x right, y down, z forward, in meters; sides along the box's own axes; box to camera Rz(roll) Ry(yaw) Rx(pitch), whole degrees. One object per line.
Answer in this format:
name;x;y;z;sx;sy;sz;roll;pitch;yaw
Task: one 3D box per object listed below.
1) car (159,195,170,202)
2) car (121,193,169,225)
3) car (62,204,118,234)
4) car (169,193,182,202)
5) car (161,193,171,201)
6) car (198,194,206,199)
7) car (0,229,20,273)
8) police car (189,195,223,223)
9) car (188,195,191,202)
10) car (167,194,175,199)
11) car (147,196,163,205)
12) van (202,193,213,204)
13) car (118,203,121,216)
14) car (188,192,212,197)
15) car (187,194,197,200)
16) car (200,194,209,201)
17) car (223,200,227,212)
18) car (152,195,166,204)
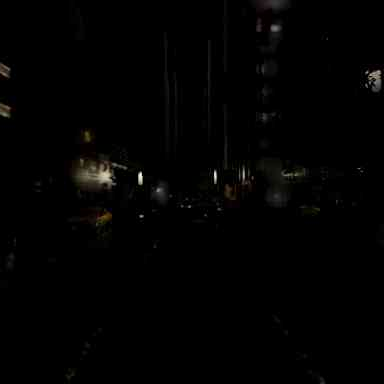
car;-5.685;1.245;68.471;1.947;1.339;4.313;0;0;0
car;-3.095;1.103;23.100;2.150;2.045;5.566;0;0;0
car;-5.691;1.430;18.584;1.752;1.417;4.829;0;0;0
car;-3.023;1.050;64.038;2.097;1.767;4.553;0;0;1
car;-5.685;1.097;73.995;1.967;1.590;4.097;0;0;0
car;2.697;1.140;90.571;2.008;1.369;4.403;0;0;0
car;-5.692;1.510;7.707;2.008;1.369;4.403;0;0;0
police car;0.903;1.302;24.457;1.930;1.638;5.238;0;0;0
car;0.782;1.334;34.347;1.837;1.490;4.892;0;0;0
car;-5.683;1.171;90.568;1.802;1.307;4.206;0;0;0
car;-5.688;1.300;51.899;2.008;1.369;4.403;0;0;0
van;2.692;1.067;57.425;1.690;1.788;3.998;0;0;0
car;-5.690;1.401;29.803;2.008;1.369;4.403;0;0;0
car;0.905;1.026;40.375;2.150;2.045;5.566;0;0;0
car;0.009;1.111;74.791;1.994;1.385;4.181;0;0;0
car;2.695;1.181;74.167;1.752;1.417;4.829;0;0;0
car;2.691;1.375;35.329;2.008;1.369;4.403;0;0;0
car;-5.687;1.270;57.423;1.887;1.381;4.507;0;0;0
